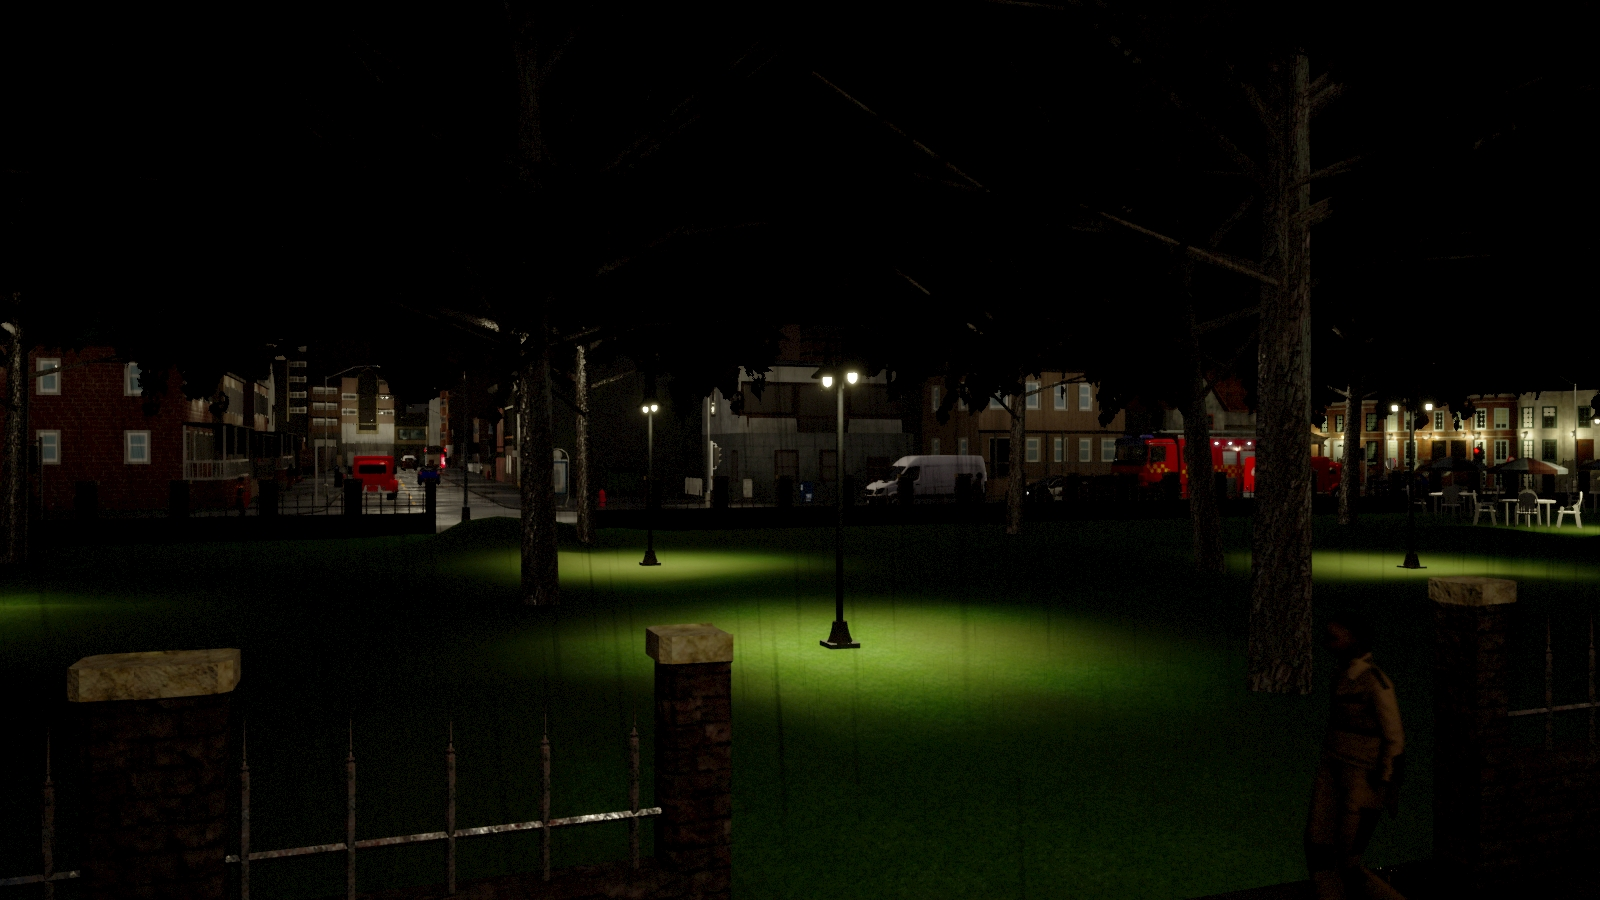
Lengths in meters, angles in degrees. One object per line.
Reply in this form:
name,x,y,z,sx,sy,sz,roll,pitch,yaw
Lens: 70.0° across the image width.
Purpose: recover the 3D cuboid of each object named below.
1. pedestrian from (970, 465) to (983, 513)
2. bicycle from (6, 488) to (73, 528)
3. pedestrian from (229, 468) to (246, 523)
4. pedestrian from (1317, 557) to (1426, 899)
pedestrian,6.897,1.525,44.636,0.375,1.860,0.375,0,0,-21
bicycle,-25.575,1.940,38.436,1.835,1.271,0.329,0,0,-20
pedestrian,-18.967,1.525,38.523,0.375,1.860,0.375,0,0,0
pedestrian,3.073,1.525,6.161,0.375,1.860,0.375,0,0,-9
